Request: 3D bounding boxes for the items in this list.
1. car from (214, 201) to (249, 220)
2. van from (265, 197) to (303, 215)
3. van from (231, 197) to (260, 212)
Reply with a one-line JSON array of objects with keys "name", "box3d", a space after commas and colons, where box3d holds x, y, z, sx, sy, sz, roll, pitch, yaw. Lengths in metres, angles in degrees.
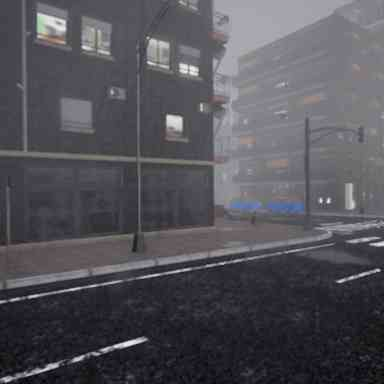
[{"name": "car", "box3d": [2.652, 1.729, 29.282, 1.802, 1.307, 4.206, -2, 0, -36]}, {"name": "van", "box3d": [9.387, 1.394, 34.201, 1.690, 1.788, 3.998, -2, 0, -36]}, {"name": "van", "box3d": [6.070, 1.468, 38.716, 1.690, 1.788, 3.998, -2, 0, -36]}]
